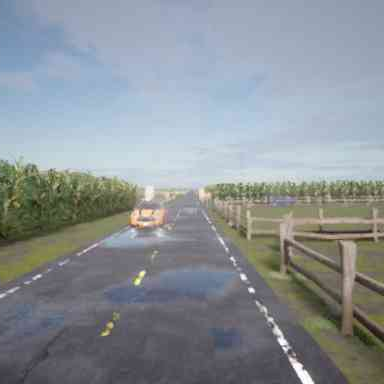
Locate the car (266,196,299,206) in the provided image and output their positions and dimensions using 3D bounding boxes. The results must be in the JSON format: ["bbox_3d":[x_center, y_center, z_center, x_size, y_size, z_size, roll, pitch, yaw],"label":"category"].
[{"bbox_3d":[14.092,1.430,51.877,5.008,1.535,1.882,-1,0,-2],"label":"car"}]

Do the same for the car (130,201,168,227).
[{"bbox_3d":[-2.853,1.402,22.832,2.097,1.767,4.553,0,0,0],"label":"car"}]
